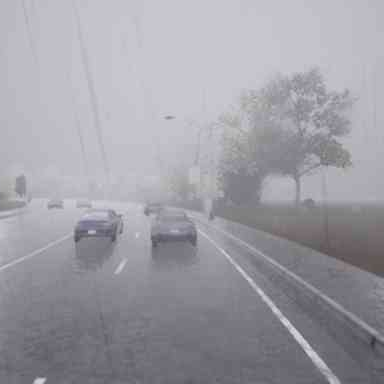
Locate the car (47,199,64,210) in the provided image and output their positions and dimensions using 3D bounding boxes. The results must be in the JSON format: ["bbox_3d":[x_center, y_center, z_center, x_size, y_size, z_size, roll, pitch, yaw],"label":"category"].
[{"bbox_3d":[-17.905,1.591,43.923,2.033,1.411,5.357,0,0,-18],"label":"car"}]

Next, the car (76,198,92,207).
[{"bbox_3d":[-14.542,1.569,44.785,1.812,1.442,4.674,0,0,-18],"label":"car"}]

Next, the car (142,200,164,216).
[{"bbox_3d":[-3.849,1.518,33.042,2.128,1.511,4.902,0,0,-12],"label":"car"}]

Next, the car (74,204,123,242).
[{"bbox_3d":[-4.508,1.544,16.458,1.812,1.442,4.674,0,0,-6],"label":"car"}]

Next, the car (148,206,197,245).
[{"bbox_3d":[-0.918,1.575,15.586,1.994,1.385,4.181,0,0,-6],"label":"car"}]
